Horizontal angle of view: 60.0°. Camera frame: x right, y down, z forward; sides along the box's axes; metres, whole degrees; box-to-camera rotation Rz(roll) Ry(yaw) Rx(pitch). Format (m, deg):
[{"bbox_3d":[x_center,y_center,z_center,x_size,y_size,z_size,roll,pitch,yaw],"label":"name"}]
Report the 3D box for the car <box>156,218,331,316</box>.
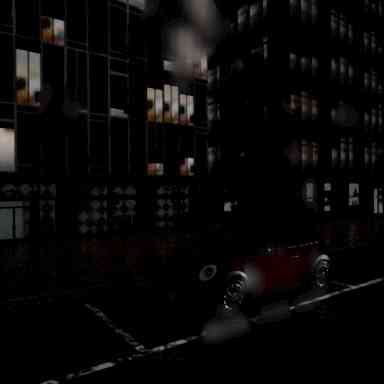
[{"bbox_3d":[1.217,1.438,7.429,4.097,1.590,1.967,0,-1,-35],"label":"car"}]
